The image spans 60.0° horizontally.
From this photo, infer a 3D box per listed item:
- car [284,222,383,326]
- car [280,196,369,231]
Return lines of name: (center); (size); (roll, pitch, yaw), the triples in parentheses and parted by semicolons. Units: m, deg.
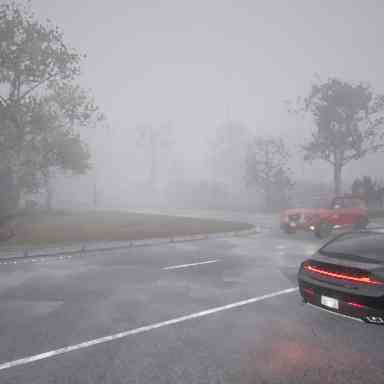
car: (4.172, 1.505, 6.694); (4.892, 1.490, 1.837); (0, 0, -35)
car: (7.110, 1.221, 17.588); (5.566, 2.045, 2.150); (0, 0, -35)
